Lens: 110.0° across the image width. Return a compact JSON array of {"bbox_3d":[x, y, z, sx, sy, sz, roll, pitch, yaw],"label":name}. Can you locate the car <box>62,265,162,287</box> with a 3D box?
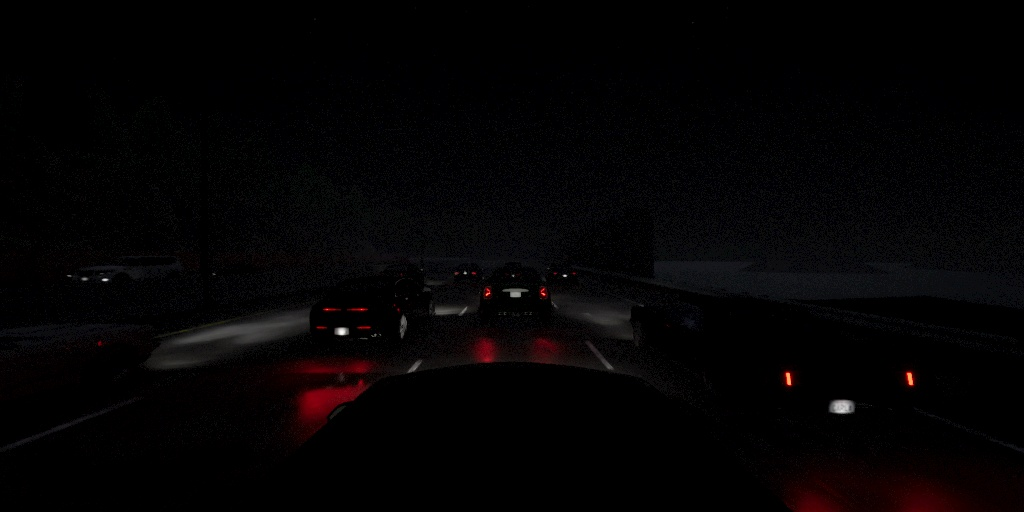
[{"bbox_3d":[-28.098,1.351,25.481,1.895,1.301,4.718,0,0,0],"label":"car"}]

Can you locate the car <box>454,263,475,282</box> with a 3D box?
[{"bbox_3d":[-3.401,1.299,28.576,2.033,1.411,5.357,0,0,0],"label":"car"}]

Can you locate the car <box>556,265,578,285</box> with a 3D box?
[{"bbox_3d":[3.599,1.316,26.357,1.994,1.385,4.181,0,0,0],"label":"car"}]

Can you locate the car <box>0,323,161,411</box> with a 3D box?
[{"bbox_3d":[-6.898,1.351,3.904,1.895,1.301,4.718,0,0,0],"label":"car"}]

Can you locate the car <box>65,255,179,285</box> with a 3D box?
[{"bbox_3d":[-24.599,0.974,23.402,2.150,2.045,5.566,0,0,0],"label":"car"}]

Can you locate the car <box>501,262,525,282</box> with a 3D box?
[{"bbox_3d":[0.097,1.257,29.871,1.837,1.490,4.892,0,0,0],"label":"car"}]

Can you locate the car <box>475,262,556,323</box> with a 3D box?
[{"bbox_3d":[0.101,1.103,12.190,2.097,1.767,4.553,0,0,0],"label":"car"}]

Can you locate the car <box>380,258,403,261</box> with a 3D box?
[{"bbox_3d":[-17.389,1.353,50.550,1.895,1.301,4.718,0,0,2],"label":"car"}]

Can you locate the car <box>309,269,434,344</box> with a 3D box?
[{"bbox_3d":[-3.399,1.255,9.577,1.837,1.490,4.892,0,0,0],"label":"car"}]

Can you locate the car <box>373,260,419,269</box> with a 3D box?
[{"bbox_3d":[-6.901,1.229,23.026,1.882,1.535,5.008,0,0,0],"label":"car"}]

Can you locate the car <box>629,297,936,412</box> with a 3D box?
[{"bbox_3d":[3.601,1.351,6.131,1.895,1.301,4.718,0,0,0],"label":"car"}]

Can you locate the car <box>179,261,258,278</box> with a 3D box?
[{"bbox_3d":[-21.095,1.242,26.461,2.128,1.511,4.902,0,0,0],"label":"car"}]
